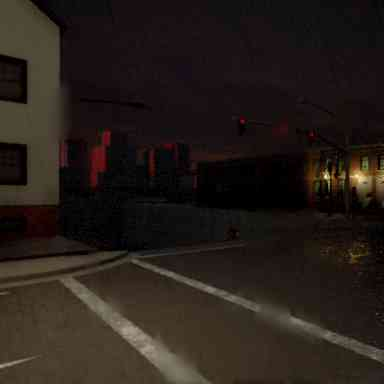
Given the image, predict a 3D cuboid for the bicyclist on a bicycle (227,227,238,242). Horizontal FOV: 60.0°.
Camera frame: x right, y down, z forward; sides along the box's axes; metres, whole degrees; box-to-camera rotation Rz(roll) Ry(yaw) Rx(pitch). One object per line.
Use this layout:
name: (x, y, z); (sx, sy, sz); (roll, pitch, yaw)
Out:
bicyclist on a bicycle: (4.150, 4.333, 33.837); (1.656, 1.620, 0.582); (-1, -11, -33)

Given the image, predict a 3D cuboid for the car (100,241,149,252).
car: (-5.718, 4.994, 28.794); (2.033, 1.411, 5.357); (-1, -12, -36)

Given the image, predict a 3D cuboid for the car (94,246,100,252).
car: (-13.954, 8.654, 46.435); (2.150, 2.045, 5.566); (0, -6, -35)
